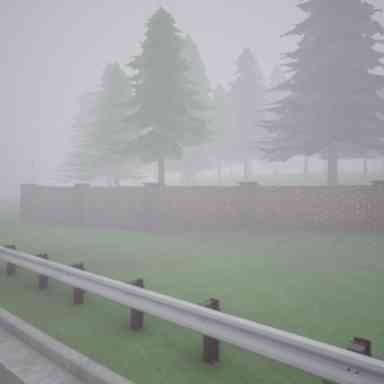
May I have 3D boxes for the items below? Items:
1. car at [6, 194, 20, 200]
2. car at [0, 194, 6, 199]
[{"bbox_3d":[-44.006,1.208,82.355,1.994,1.385,4.181,0,0,-19],"label":"car"},{"bbox_3d":[-46.649,1.183,79.277,2.033,1.411,5.357,0,0,-19],"label":"car"}]
